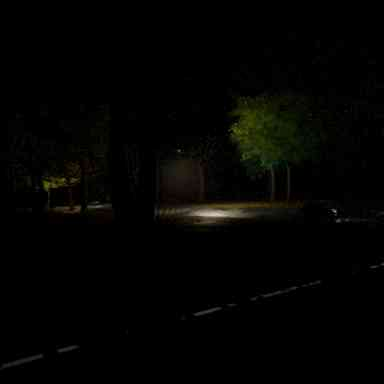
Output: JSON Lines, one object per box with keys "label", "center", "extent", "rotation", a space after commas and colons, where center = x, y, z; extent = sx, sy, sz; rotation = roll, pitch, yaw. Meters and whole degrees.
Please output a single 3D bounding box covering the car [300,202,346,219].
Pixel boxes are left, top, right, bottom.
{"label": "car", "center": [13.853, 1.877, 35.452], "extent": [2.097, 1.767, 4.553], "rotation": [-4, 1, -36]}
